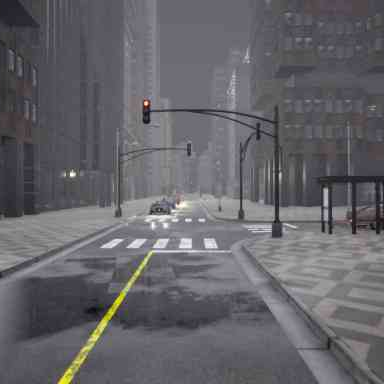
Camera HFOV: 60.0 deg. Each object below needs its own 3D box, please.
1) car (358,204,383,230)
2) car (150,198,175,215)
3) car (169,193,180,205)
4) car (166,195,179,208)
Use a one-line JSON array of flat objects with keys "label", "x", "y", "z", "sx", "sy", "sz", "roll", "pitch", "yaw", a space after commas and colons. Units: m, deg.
[{"label": "car", "x": 11.470, "y": 1.430, "z": 19.142, "sx": 4.674, "sy": 1.442, "sz": 1.812, "roll": 0, "pitch": -1, "yaw": 0}, {"label": "car", "x": -3.162, "y": 1.572, "z": 34.144, "sx": 1.994, "sy": 1.385, "sz": 4.181, "roll": 0, "pitch": 0, "yaw": 0}, {"label": "car", "x": -3.192, "y": 1.235, "z": 57.807, "sx": 2.150, "sy": 2.045, "sz": 5.566, "roll": 0, "pitch": 0, "yaw": 0}, {"label": "car", "x": -3.180, "y": 1.488, "z": 44.556, "sx": 1.882, "sy": 1.535, "sz": 5.008, "roll": 0, "pitch": 0, "yaw": 0}]
